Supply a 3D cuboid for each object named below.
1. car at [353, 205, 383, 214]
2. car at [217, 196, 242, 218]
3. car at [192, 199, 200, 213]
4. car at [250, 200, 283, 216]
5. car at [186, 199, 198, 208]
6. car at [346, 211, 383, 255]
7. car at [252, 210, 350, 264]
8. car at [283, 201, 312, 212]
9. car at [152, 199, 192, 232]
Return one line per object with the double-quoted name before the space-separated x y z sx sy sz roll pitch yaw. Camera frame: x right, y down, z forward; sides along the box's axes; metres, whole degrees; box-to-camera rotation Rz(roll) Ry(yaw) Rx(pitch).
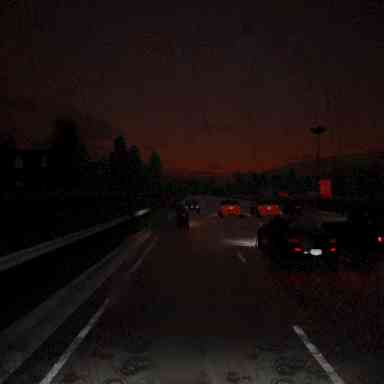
"car" 14.099 1.688 25.686 2.033 1.411 5.357 0 0 0
"car" 3.598 1.532 32.714 2.097 1.767 4.553 0 0 0
"car" 0.030 1.770 40.688 2.033 1.411 5.357 0 0 1
"car" 7.099 1.532 32.773 2.097 1.767 4.553 0 0 0
"car" -0.001 1.863 54.523 1.994 1.385 4.181 0 0 0
"car" 7.099 1.676 13.712 1.895 1.301 4.718 0 0 0
"car" 3.600 1.592 11.953 1.812 1.442 4.674 0 0 0
"car" 10.599 1.677 33.824 2.128 1.511 4.902 0 0 0
"car" -1.226 1.466 20.885 2.097 1.767 4.553 0 0 0
